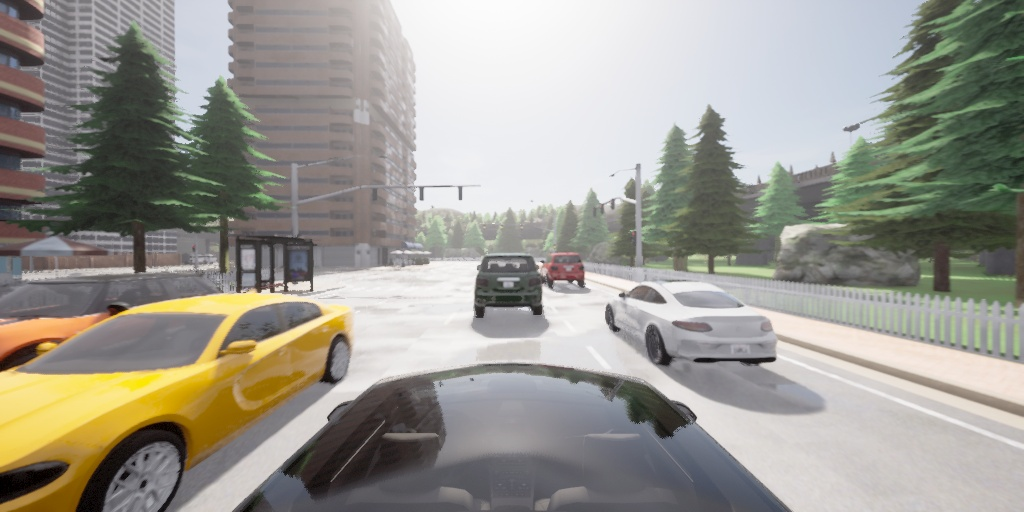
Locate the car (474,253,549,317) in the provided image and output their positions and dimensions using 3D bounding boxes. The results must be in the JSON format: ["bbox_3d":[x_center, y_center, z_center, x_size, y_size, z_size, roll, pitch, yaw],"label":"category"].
[{"bbox_3d":[-0.132,0.911,13.056,2.150,2.045,5.566,0,0,-1],"label":"car"}]

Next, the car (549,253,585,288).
[{"bbox_3d":[3.144,0.841,22.894,2.150,2.045,5.566,0,0,-1],"label":"car"}]

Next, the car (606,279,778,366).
[{"bbox_3d":[3.426,1.224,7.713,1.812,1.442,4.674,0,0,-1],"label":"car"}]

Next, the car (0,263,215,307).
[{"bbox_3d":[-7.154,1.119,6.035,2.097,1.767,4.553,0,0,-1],"label":"car"}]

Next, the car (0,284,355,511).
[{"bbox_3d":[-3.620,1.235,4.199,1.882,1.535,5.008,0,0,-1],"label":"car"}]
